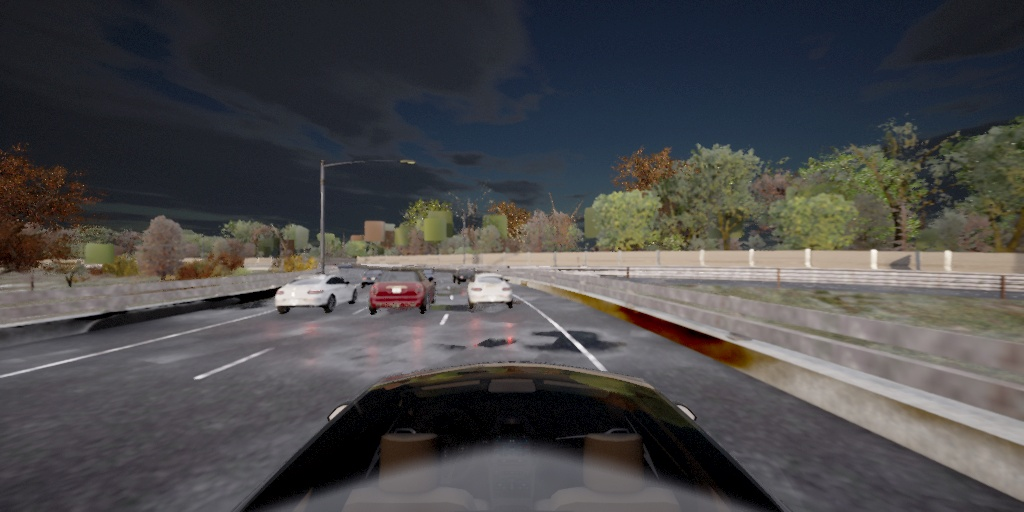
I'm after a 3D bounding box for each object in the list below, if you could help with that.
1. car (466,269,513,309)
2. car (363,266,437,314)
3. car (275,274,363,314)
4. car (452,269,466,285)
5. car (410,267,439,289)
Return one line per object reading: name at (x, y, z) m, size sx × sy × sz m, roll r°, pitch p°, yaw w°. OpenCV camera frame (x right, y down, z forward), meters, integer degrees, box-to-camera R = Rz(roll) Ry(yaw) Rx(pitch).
car at (-1.047, 1.469, 16.202) m, size 1.812 × 1.442 × 4.674 m, roll 0°, pitch 0°, yaw -7°
car at (-4.438, 1.294, 15.115) m, size 2.097 × 1.767 × 4.553 m, roll 0°, pitch -1°, yaw -7°
car at (-7.928, 1.481, 14.885) m, size 1.812 × 1.442 × 4.674 m, roll 0°, pitch -1°, yaw -7°
car at (-4.014, 1.748, 30.817) m, size 1.895 × 1.301 × 4.718 m, roll 0°, pitch -1°, yaw -15°
car at (-7.001, 1.676, 28.510) m, size 2.033 × 1.411 × 5.357 m, roll 0°, pitch -1°, yaw -15°
